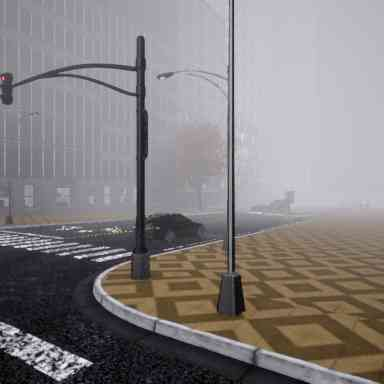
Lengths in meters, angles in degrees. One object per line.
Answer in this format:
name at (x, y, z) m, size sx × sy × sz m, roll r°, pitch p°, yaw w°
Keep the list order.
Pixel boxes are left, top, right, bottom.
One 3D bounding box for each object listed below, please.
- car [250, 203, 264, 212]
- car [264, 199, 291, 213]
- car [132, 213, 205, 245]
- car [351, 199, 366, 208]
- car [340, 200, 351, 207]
car at (11.072, 2.497, 54.029) m, size 1.994 × 1.385 × 4.181 m, roll 0°, pitch -1°, yaw 33°
car at (13.788, 2.158, 52.244) m, size 2.150 × 2.045 × 5.566 m, roll 0°, pitch -1°, yaw 33°
car at (-1.106, 1.800, 17.242) m, size 1.812 × 1.442 × 4.674 m, roll 0°, pitch -1°, yaw 33°
car at (42.287, 3.146, 84.345) m, size 1.882 × 1.535 × 5.008 m, roll 0°, pitch -1°, yaw 33°
car at (39.557, 3.205, 86.110) m, size 2.033 × 1.411 × 5.357 m, roll 0°, pitch -1°, yaw 33°
